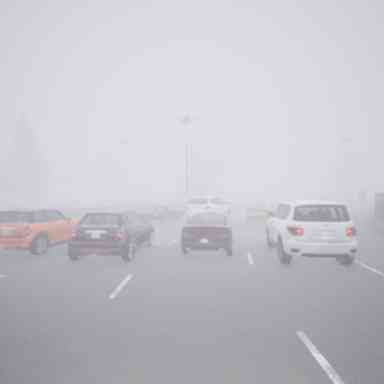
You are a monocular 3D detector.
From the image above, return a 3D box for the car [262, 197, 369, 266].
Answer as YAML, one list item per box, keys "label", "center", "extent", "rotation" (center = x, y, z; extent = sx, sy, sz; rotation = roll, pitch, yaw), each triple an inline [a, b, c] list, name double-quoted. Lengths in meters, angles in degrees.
- label: "car"
  center: [4.037, 1.298, 12.053]
  extent: [2.150, 2.045, 5.566]
  rotation: [0, 0, 6]

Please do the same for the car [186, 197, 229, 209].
- label: "car"
  center: [1.462, 1.389, 27.263]
  extent: [2.150, 2.045, 5.566]
  rotation: [0, -1, 26]

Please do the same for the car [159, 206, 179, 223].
- label: "car"
  center: [-2.298, 1.771, 27.366]
  extent: [1.895, 1.301, 4.718]
  rotation: [0, 0, 24]

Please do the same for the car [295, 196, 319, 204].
- label: "car"
  center: [25.877, 1.800, 74.929]
  extent: [4.902, 1.511, 2.128]
  rotation: [-1, 0, -15]

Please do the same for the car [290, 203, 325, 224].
- label: "car"
  center: [9.613, 1.695, 27.412]
  extent: [1.812, 1.442, 4.674]
  rotation: [0, -1, 31]

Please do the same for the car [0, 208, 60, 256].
- label: "car"
  center: [-6.246, 1.438, 13.751]
  extent: [2.097, 1.767, 4.553]
  rotation: [0, 0, 7]

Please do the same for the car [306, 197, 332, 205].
- label: "car"
  center: [25.845, 1.747, 67.708]
  extent: [4.892, 1.490, 1.837]
  rotation: [-1, 0, -15]

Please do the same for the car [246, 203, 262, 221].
- label: "car"
  center: [6.293, 1.654, 28.660]
  extent: [1.882, 1.535, 5.008]
  rotation: [0, -1, 30]

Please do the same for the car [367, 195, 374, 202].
- label: "car"
  center: [41.648, 1.585, 73.242]
  extent: [4.674, 1.442, 1.812]
  rotation: [-1, 0, -2]

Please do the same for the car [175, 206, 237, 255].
- label: "car"
  center: [0.794, 1.565, 13.844]
  extent: [1.882, 1.535, 5.008]
  rotation: [0, -1, 9]

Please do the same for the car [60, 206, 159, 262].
- label: "car"
  center: [-2.858, 1.432, 12.771]
  extent: [2.097, 1.767, 4.553]
  rotation: [0, 0, 6]

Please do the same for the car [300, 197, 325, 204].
- label: "car"
  center: [25.834, 1.856, 71.310]
  extent: [4.718, 1.301, 1.895]
  rotation: [-1, 0, -15]
